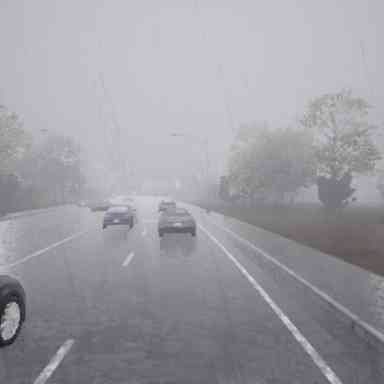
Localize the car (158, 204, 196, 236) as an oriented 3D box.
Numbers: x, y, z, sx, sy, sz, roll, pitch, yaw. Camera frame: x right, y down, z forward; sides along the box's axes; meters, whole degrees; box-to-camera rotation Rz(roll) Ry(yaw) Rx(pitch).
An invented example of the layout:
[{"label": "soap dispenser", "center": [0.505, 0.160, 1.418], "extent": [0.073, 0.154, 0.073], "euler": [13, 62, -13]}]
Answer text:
[{"label": "car", "center": [-0.868, 1.568, 18.524], "extent": [1.994, 1.385, 4.181], "euler": [0, 0, -5]}]

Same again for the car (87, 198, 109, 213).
[{"label": "car", "center": [-10.051, 1.567, 37.506], "extent": [2.033, 1.411, 5.357], "euler": [0, 0, -7]}]

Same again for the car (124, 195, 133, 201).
[{"label": "car", "center": [-14.753, 1.540, 78.047], "extent": [1.812, 1.442, 4.674], "euler": [0, 0, -7]}]

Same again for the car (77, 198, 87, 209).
[{"label": "car", "center": [-14.573, 1.520, 46.148], "extent": [2.128, 1.511, 4.902], "euler": [0, 0, -6]}]

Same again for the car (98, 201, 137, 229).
[{"label": "car", "center": [-4.652, 1.537, 21.874], "extent": [1.812, 1.442, 4.674], "euler": [0, 0, -5]}]

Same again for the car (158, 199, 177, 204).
[{"label": "car", "center": [-2.629, 1.500, 35.873], "extent": [2.128, 1.511, 4.902], "euler": [0, 0, -6]}]

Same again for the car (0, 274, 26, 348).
[{"label": "car", "center": [-3.534, 1.513, 3.399], "extent": [1.837, 1.490, 4.892], "euler": [0, 0, -1]}]
